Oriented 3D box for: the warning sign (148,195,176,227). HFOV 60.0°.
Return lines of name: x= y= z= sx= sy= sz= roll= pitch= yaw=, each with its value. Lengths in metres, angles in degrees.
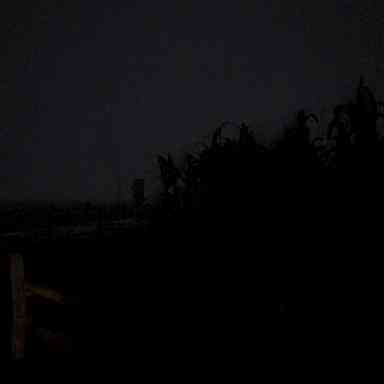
warning sign: x=-1.837 y=1.140 z=20.370 sx=1.300 sy=1.860 sz=1.060 roll=1 pitch=1 yaw=35
